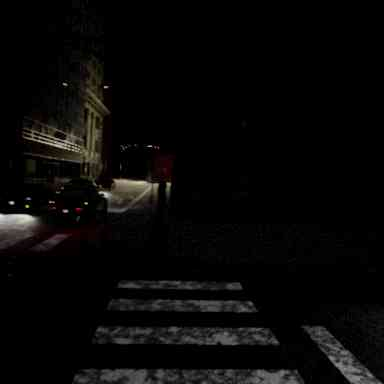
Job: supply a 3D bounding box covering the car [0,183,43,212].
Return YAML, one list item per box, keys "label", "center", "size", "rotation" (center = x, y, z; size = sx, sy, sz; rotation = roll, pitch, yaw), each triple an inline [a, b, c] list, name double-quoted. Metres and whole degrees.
- label: "car"
  center: [-8.582, 0.211, 17.586]
  size: [1.994, 1.385, 4.181]
  rotation: [3, 3, -4]

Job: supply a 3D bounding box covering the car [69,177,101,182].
- label: "car"
  center: [-9.227, -0.411, 27.499]
  size: [1.837, 1.490, 4.892]
  rotation: [3, 3, -4]

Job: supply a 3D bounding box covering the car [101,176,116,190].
- label: "car"
  center: [-9.827, -0.993, 37.553]
  size: [2.128, 1.511, 4.902]
  rotation: [3, 3, -4]

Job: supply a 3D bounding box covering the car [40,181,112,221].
- label: "car"
  center: [-5.258, 0.443, 15.751]
  size: [1.812, 1.442, 4.674]
  rotation: [3, 3, -4]
